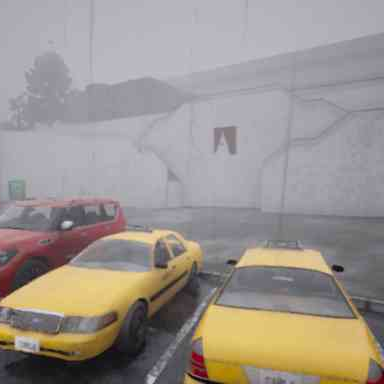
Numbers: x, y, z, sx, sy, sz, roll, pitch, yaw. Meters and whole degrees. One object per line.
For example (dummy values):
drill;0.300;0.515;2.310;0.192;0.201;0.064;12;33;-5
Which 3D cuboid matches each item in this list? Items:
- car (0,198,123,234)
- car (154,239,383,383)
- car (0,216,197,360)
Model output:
car;-3.567;1.189;8.315;2.435;2.045;5.566;1;0;15
car;1.363;1.474;5.038;1.946;1.575;5.366;0;-1;15
car;-1.172;1.451;6.419;1.946;1.575;5.366;1;0;16
